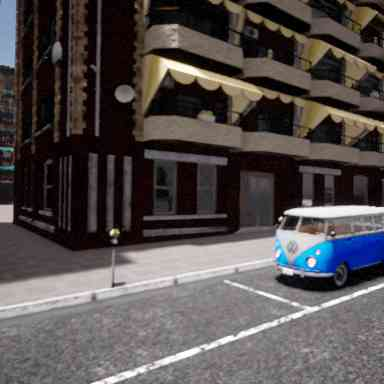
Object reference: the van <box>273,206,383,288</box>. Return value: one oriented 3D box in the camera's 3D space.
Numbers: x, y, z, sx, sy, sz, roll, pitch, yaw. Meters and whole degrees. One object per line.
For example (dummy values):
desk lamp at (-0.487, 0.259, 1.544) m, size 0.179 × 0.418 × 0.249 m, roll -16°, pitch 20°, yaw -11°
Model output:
van at (3.930, 1.294, 8.872) m, size 3.998 × 1.788 × 1.690 m, roll 0°, pitch 2°, yaw -35°
